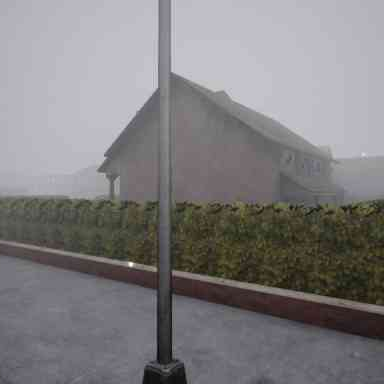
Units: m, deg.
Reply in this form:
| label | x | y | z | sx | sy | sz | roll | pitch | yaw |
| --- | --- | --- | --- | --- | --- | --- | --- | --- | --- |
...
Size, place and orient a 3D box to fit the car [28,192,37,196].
| label | x | y | z | sx | sy | sz | roll | pitch | yaw |
| --- | --- | --- | --- | --- | --- | --- | --- | --- | --- |
| car | -33.519 | 0.973 | 70.191 | 3.866 | 1.878 | 1.905 | 0 | 0 | 36 |
